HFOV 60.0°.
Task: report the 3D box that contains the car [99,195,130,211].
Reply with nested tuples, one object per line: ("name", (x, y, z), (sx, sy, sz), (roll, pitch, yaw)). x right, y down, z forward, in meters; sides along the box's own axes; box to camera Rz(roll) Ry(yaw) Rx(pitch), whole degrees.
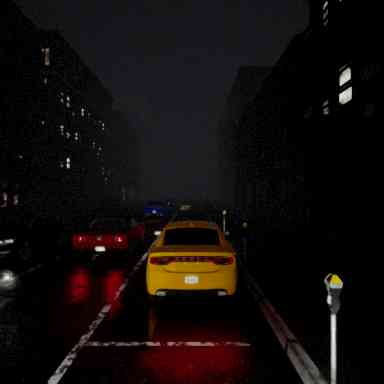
("car", (-8.833, 1.314, 37.157), (2.192, 1.841, 5.009), (0, 0, 0))

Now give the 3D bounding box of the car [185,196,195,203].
("car", (-0.453, 1.545, 70.970), (2.008, 1.369, 4.403), (0, 0, 0))

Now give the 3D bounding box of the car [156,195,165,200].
("car", (-8.834, 1.539, 93.519), (2.008, 1.369, 4.403), (0, 0, 0))

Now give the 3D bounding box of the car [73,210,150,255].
("car", (-3.044, 1.601, 13.298), (1.895, 1.301, 4.718), (0, 0, 0))

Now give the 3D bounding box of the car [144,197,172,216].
("car", (-3.147, 1.478, 30.107), (1.882, 1.535, 5.008), (0, 0, 0))

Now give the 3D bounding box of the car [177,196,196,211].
("car", (-0.454, 1.525, 37.323), (1.752, 1.417, 4.829), (0, 0, 0))

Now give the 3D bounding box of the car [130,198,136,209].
("car", (-8.834, 1.439, 42.793), (1.967, 1.590, 4.097), (0, 0, 0))

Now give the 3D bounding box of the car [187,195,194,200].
("car", (-0.452, 1.513, 93.685), (1.752, 1.417, 4.829), (0, 0, 0))

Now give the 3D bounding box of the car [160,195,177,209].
("car", (-3.046, 1.546, 45.602), (2.033, 1.411, 5.357), (0, 0, 0))

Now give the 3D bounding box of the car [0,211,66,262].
("car", (-6.247, 1.492, 12.171), (2.128, 1.511, 4.902), (0, 0, 0))

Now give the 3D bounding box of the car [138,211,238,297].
("car", (-0.005, 1.478, 8.649), (1.882, 1.535, 5.008), (0, 0, 0))

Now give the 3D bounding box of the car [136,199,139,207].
("car", (-8.834, 1.543, 48.430), (1.887, 1.381, 4.507), (0, 0, 0))

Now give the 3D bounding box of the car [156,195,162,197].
("car", (-8.834, 1.541, 87.882), (2.008, 1.369, 4.403), (0, 0, 0))
